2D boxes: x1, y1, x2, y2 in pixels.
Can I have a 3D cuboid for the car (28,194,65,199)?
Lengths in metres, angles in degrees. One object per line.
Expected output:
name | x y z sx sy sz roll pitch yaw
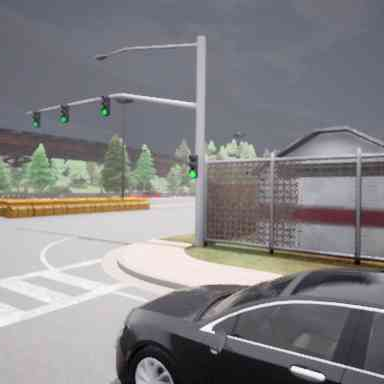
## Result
car | -14.377 1.146 30.570 1.994 1.385 4.181 1 1 33

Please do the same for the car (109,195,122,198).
car | -9.709 1.074 43.865 2.033 1.411 5.357 1 1 34

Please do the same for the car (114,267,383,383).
car | 1.362 1.497 3.036 4.892 1.490 1.837 1 1 36

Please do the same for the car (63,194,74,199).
car | -15.399 1.132 35.349 1.895 1.301 4.718 1 1 34

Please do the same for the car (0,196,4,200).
car | -21.170 0.835 33.006 2.097 1.767 4.553 1 1 34

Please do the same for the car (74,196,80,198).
car | -15.845 1.005 40.956 1.812 1.442 4.674 1 1 34
